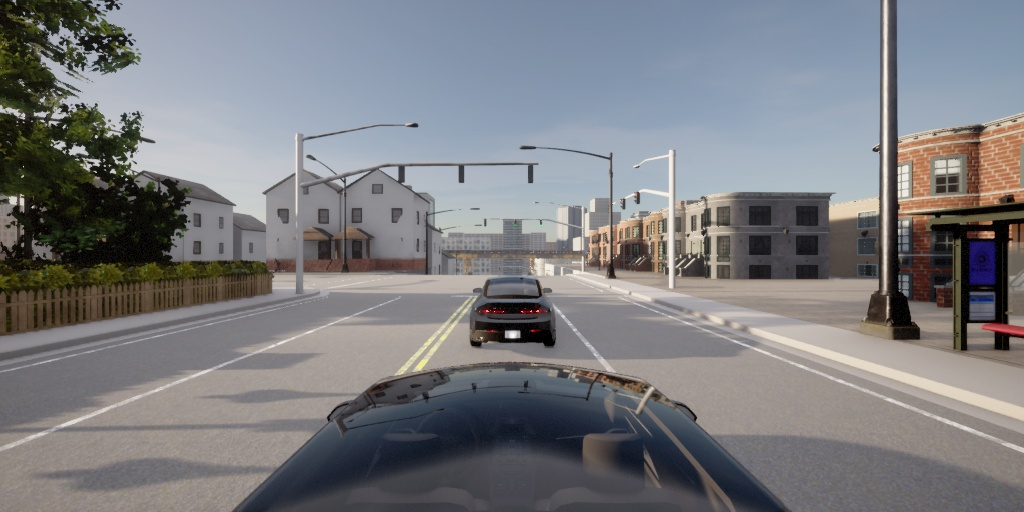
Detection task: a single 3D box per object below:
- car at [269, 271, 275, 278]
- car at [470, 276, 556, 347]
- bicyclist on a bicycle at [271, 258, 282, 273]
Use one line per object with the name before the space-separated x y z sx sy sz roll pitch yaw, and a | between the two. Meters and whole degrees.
car | -21.611 1.297 27.865 5.357 1.411 2.033 0 0 0
car | 0.015 1.255 9.291 1.837 1.490 4.892 0 0 0
bicyclist on a bicycle | -25.504 1.053 38.840 0.582 1.620 1.656 0 0 0
